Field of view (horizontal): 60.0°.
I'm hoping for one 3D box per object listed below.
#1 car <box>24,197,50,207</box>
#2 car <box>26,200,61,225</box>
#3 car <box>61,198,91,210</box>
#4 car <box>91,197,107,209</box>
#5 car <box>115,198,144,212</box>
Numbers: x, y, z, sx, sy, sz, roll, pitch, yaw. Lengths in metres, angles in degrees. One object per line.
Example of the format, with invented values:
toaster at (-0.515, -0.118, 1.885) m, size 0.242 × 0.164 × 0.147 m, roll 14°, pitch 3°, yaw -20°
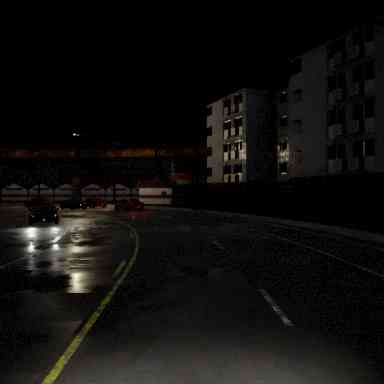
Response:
car at (-22.189, 1.477, 47.971) m, size 5.008 × 1.535 × 1.882 m, roll 0°, pitch 0°, yaw 31°
car at (-10.689, 1.561, 24.063) m, size 1.812 × 1.442 × 4.674 m, roll 0°, pitch 0°, yaw -23°
car at (-15.142, 1.564, 42.387) m, size 1.994 × 1.385 × 4.181 m, roll 0°, pitch 0°, yaw -45°
car at (-13.746, 1.477, 45.979) m, size 5.008 × 1.535 × 1.882 m, roll 0°, pitch 0°, yaw 42°
car at (-7.383, 1.478, 38.927) m, size 1.882 × 1.535 × 5.008 m, roll 0°, pitch 0°, yaw -36°
